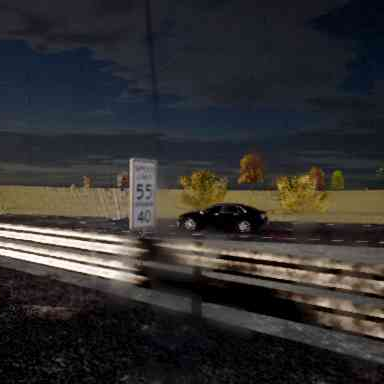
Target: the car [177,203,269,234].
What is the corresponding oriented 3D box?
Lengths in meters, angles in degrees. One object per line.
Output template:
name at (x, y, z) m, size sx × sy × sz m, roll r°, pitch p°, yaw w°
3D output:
car at (1.593, 1.347, 17.777) m, size 4.892 × 1.490 × 1.837 m, roll 0°, pitch 0°, yaw 19°
